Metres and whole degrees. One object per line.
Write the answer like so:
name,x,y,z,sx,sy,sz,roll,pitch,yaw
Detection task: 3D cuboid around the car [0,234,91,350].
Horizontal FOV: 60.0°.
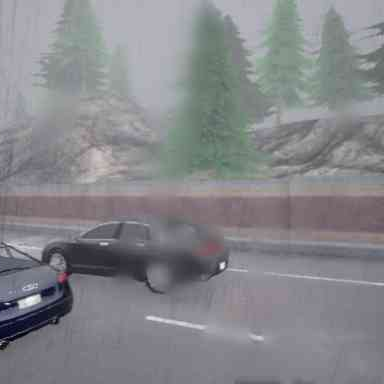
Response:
car,-4.029,1.499,5.532,4.181,1.385,1.994,0,1,27

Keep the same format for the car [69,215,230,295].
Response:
car,-1.517,1.335,8.163,4.892,1.490,1.837,0,2,26
